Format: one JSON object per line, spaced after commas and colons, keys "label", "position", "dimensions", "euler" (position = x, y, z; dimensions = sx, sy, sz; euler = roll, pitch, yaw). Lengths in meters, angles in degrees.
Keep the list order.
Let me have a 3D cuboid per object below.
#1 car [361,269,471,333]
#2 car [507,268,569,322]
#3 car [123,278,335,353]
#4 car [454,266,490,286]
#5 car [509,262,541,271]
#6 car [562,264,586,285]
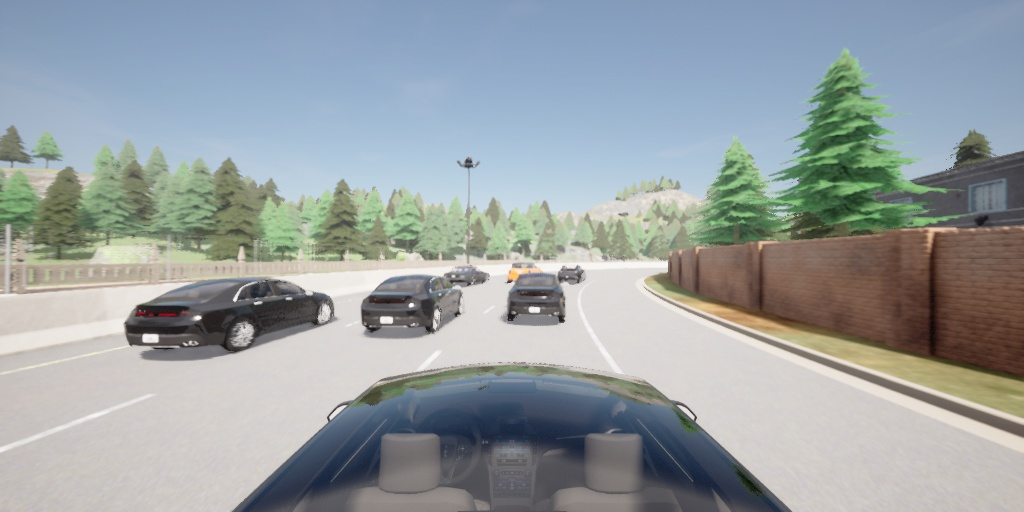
{"label": "car", "position": [-2.776, 1.307, 10.993], "dimensions": [1.837, 1.490, 4.892], "euler": [0, 0, 5]}
{"label": "car", "position": [0.958, 1.331, 12.811], "dimensions": [1.837, 1.490, 4.892], "euler": [0, 0, 7]}
{"label": "car", "position": [-6.453, 1.282, 9.006], "dimensions": [1.837, 1.490, 4.892], "euler": [0, 0, 4]}
{"label": "car", "position": [-3.323, 1.453, 26.949], "dimensions": [2.033, 1.411, 5.357], "euler": [0, 0, 16]}
{"label": "car", "position": [1.207, 1.290, 29.615], "dimensions": [2.097, 1.767, 4.553], "euler": [0, 0, 17]}
{"label": "car", "position": [5.129, 1.447, 30.348], "dimensions": [2.128, 1.511, 4.902], "euler": [0, 0, 19]}
